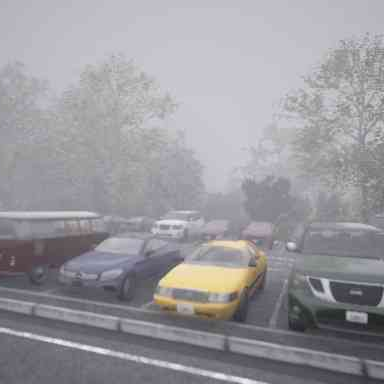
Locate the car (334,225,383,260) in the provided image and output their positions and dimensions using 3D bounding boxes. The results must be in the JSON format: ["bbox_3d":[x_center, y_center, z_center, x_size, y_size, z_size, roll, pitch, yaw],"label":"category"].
[{"bbox_3d":[9.659,2.810,19.493,2.163,1.488,4.792,1,-3,20],"label":"car"}]

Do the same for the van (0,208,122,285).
[{"bbox_3d":[-4.385,1.626,10.738,1.878,1.987,4.442,1,-3,20],"label":"van"}]

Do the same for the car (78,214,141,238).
[{"bbox_3d":[-6.040,2.464,25.045,2.097,1.535,5.008,1,-3,20],"label":"car"}]

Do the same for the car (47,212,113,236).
[{"bbox_3d":[-8.592,2.415,26.155,1.946,1.575,5.366,1,-3,20],"label":"car"}]

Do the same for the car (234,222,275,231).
[{"bbox_3d":[4.423,2.675,21.333,2.097,1.535,5.008,1,-3,20],"label":"car"}]

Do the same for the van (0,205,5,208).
[{"bbox_3d":[-9.747,1.507,12.399,1.878,1.987,4.442,1,-3,20],"label":"van"}]

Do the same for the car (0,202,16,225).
[{"bbox_3d":[-19.094,1.900,29.745,2.435,2.045,5.566,2,-3,20],"label":"car"}]

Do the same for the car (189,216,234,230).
[{"bbox_3d":[1.808,2.623,22.263,2.097,1.535,5.008,1,-3,20],"label":"car"}]

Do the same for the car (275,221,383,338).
[{"bbox_3d":[3.490,1.750,7.783,2.435,2.045,5.566,1,-3,20],"label":"car"}]

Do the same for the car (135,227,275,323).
[{"bbox_3d":[0.787,1.936,8.564,1.946,1.575,5.366,1,-3,20],"label":"car"}]

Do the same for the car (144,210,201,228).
[{"bbox_3d":[-0.808,2.319,23.173,2.435,2.045,5.566,1,-3,20],"label":"car"}]

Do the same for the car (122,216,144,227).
[{"bbox_3d":[-3.423,2.520,24.113,2.231,1.521,4.892,1,-3,20],"label":"car"}]

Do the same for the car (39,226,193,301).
[{"bbox_3d":[-1.792,1.938,9.678,2.002,1.452,4.674,1,-3,20],"label":"car"}]

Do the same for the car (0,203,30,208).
[{"bbox_3d":[-16.498,1.966,28.760,2.435,2.045,5.566,1,-3,20],"label":"car"}]

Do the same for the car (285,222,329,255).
[{"bbox_3d":[7.038,2.728,20.403,2.231,1.521,4.892,1,-3,20],"label":"car"}]
